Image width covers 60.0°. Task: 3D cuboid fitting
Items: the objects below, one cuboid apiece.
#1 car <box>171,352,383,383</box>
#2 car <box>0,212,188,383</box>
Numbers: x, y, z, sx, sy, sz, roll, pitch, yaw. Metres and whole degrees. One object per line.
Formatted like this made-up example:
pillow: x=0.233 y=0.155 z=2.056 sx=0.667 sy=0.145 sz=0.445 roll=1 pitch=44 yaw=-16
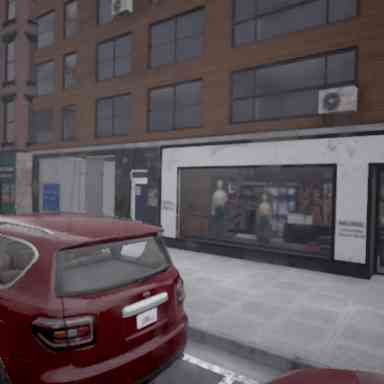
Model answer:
car: x=2.128 y=1.611 z=1.300 sx=4.206 sy=1.307 sz=1.802 roll=2 pitch=1 yaw=35
car: x=-2.370 y=1.189 z=4.481 sx=5.009 sy=1.841 sz=2.192 roll=2 pitch=1 yaw=35
